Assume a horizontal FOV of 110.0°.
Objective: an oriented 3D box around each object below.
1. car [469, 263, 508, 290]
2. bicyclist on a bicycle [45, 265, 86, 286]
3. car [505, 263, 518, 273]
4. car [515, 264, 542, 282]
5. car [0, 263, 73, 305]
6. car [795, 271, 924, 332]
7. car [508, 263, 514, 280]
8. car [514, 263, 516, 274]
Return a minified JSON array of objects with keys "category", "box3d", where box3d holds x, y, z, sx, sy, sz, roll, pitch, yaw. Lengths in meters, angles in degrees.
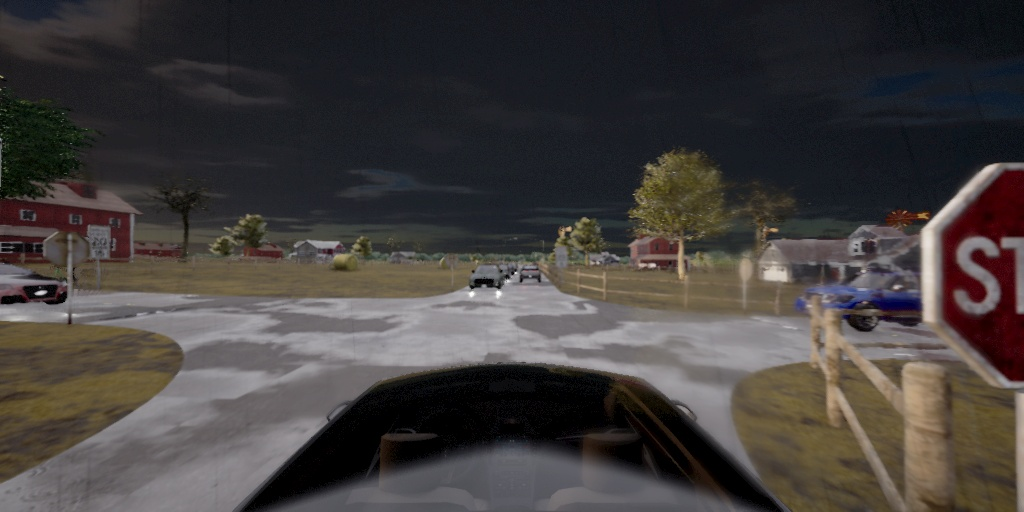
[{"category":"car","box3d":[-1.668,1.351,25.089,2.097,1.767,4.553,0,-1,3]},{"category":"bicyclist on a bicycle","box3d":[-21.805,0.695,17.493,0.582,1.620,1.656,1,-1,3]},{"category":"car","box3d":[-0.016,1.846,57.669,1.837,1.490,4.892,0,-1,3]},{"category":"car","box3d":[1.668,1.548,32.777,2.128,1.511,4.902,0,-1,3]},{"category":"car","box3d":[-16.634,0.902,11.258,4.181,1.385,1.994,2,0,3]},{"category":"car","box3d":[13.521,1.549,12.820,5.566,2.045,2.150,2,0,3]},{"category":"car","box3d":[-1.083,1.622,36.789,1.837,1.490,4.892,0,-1,3]},{"category":"car","box3d":[-0.575,1.777,47.349,2.033,1.411,5.357,0,-1,3]}]
